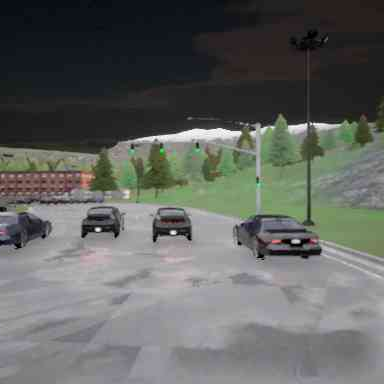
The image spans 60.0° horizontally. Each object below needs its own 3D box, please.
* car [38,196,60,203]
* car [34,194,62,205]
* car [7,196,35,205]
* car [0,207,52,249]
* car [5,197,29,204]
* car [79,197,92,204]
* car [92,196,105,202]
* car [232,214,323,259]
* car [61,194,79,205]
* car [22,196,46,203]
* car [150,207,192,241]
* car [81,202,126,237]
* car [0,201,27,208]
[{"bbox_3d":[-30.592,1.618,71.121,4.718,1.301,1.895,0,0,27],"label":"car"},{"bbox_3d":[-25.698,1.585,59.375,4.892,1.490,1.837,0,0,41],"label":"car"},{"bbox_3d":[-30.337,1.593,58.606,4.892,1.490,1.837,0,0,34],"label":"car"},{"bbox_3d":[-7.815,1.570,14.582,2.033,1.411,5.357,0,0,-6],"label":"car"},{"bbox_3d":[-34.284,1.598,65.148,4.181,1.385,1.994,0,0,24],"label":"car"},{"bbox_3d":[-22.359,1.630,65.685,4.181,1.385,1.994,0,0,38],"label":"car"},{"bbox_3d":[-20.180,1.615,68.428,5.357,1.411,2.033,0,0,38],"label":"car"},{"bbox_3d":[2.924,1.549,12.569,2.033,1.411,5.357,0,0,-5],"label":"car"},{"bbox_3d":[-23.902,1.604,62.442,4.674,1.442,1.812,0,0,38],"label":"car"},{"bbox_3d":[-32.239,1.533,68.033,4.892,1.490,1.837,0,0,27],"label":"car"},{"bbox_3d":[-1.091,1.516,16.945,1.837,1.490,4.892,0,0,-6],"label":"car"},{"bbox_3d":[-4.769,1.524,18.181,1.837,1.490,4.892,0,0,-7],"label":"car"},{"bbox_3d":[-12.157,1.539,20.438,1.837,1.490,4.892,0,0,-8],"label":"car"}]
